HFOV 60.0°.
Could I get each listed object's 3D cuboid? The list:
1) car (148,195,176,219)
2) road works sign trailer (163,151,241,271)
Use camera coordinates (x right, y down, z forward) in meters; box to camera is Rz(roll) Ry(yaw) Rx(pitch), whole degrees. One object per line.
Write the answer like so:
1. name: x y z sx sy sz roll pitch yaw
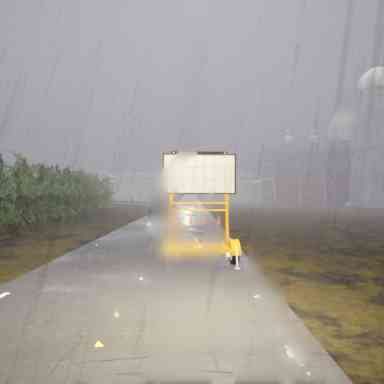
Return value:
1. car: -2.632 1.294 30.523 2.150 2.045 5.566 0 0 0
2. road works sign trailer: 0.231 0.471 11.006 2.380 3.560 2.880 0 0 -4
